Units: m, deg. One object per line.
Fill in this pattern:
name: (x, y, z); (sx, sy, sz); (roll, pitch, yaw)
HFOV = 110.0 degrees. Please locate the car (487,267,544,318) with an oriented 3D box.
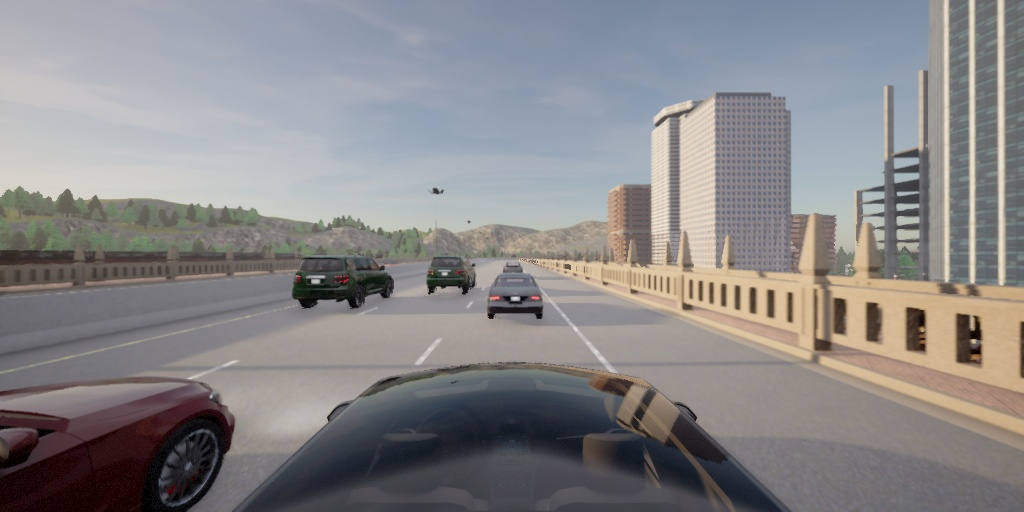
car: (0.099, 1.314, 13.090); (2.033, 1.411, 5.357); (0, 0, 0)

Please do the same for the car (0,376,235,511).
car: (-3.413, 1.275, 1.269); (1.812, 1.442, 4.674); (0, 0, 0)

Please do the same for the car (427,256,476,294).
car: (-3.403, 1.004, 20.848); (2.150, 2.045, 5.566); (0, 0, 0)

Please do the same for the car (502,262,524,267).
car: (0.094, 1.305, 34.395); (2.128, 1.511, 4.902); (0, 0, 0)

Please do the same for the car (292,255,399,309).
car: (-6.902, 0.992, 15.296); (2.150, 2.045, 5.566); (0, 0, 0)
